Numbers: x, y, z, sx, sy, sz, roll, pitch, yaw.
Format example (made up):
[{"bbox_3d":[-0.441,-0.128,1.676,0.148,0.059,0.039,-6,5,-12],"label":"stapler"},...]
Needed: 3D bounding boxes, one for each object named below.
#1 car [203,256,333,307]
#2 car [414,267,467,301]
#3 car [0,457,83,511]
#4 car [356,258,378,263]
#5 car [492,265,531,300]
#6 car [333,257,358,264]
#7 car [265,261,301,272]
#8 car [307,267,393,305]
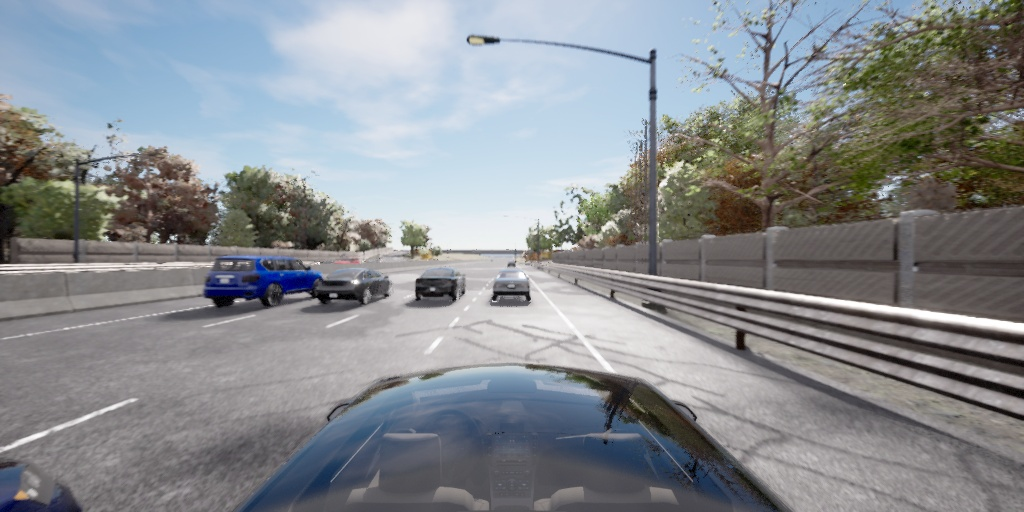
[{"bbox_3d":[-10.424,1.008,15.684,2.150,2.045,5.566,0,0,0],"label":"car"},{"bbox_3d":[-3.424,1.294,17.934,1.882,1.535,5.008,0,0,0],"label":"car"},{"bbox_3d":[-3.396,1.298,0.222,1.994,1.385,4.181,0,0,0],"label":"car"},{"bbox_3d":[-21.122,1.478,53.813,1.837,1.490,4.892,0,0,1],"label":"car"},{"bbox_3d":[-0.027,1.375,18.315,2.033,1.411,5.357,0,0,0],"label":"car"},{"bbox_3d":[-24.615,1.189,53.680,2.150,2.045,5.566,0,0,1],"label":"car"},{"bbox_3d":[-31.614,1.423,49.785,1.837,1.490,4.892,0,0,1],"label":"car"},{"bbox_3d":[-6.925,1.304,16.316,1.837,1.490,4.892,0,0,0],"label":"car"}]
